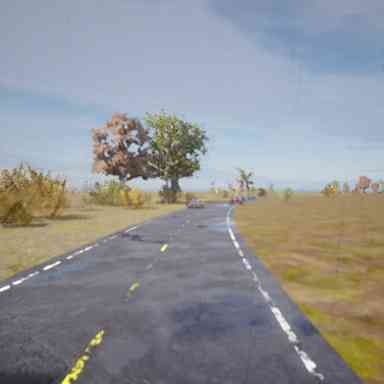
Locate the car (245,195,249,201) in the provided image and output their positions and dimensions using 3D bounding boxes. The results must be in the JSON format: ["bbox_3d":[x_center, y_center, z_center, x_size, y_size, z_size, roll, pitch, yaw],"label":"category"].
[{"bbox_3d":[11.792,1.433,80.299,1.837,1.490,4.892,0,0,17],"label":"car"}]

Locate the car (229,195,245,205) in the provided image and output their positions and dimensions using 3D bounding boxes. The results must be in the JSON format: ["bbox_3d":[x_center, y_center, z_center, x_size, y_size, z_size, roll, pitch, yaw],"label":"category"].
[{"bbox_3d":[8.302,1.419,62.669,2.097,1.767,4.553,0,0,13],"label":"car"}]

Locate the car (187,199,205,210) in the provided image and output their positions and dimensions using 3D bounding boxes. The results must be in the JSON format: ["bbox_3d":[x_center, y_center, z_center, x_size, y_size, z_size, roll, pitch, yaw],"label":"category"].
[{"bbox_3d":[0.587,1.612,44.363,1.994,1.385,4.181,0,0,9],"label":"car"}]
